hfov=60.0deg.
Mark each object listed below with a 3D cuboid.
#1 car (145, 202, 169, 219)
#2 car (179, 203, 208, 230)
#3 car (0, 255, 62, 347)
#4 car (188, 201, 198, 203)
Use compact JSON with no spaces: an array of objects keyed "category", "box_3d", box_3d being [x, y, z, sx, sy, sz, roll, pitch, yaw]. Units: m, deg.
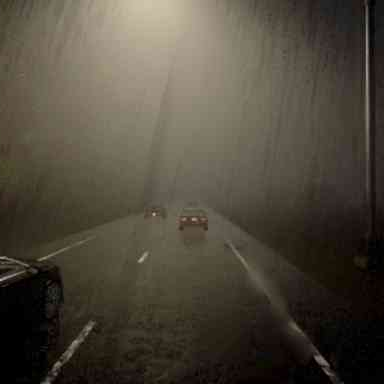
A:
[{"category":"car","box_3d":[-3.409,1.787,32.401,1.837,1.490,4.892,0,-1,0]},{"category":"car","box_3d":[0.096,1.749,22.882,2.033,1.411,5.357,0,0,0]},{"category":"car","box_3d":[-3.401,1.532,4.481,2.128,1.511,4.902,0,-1,0]},{"category":"car","box_3d":[0.087,1.966,48.632,2.033,1.411,5.357,0,0,0]}]
